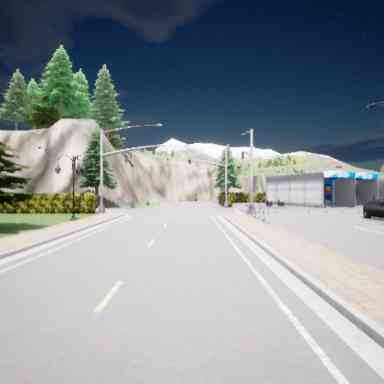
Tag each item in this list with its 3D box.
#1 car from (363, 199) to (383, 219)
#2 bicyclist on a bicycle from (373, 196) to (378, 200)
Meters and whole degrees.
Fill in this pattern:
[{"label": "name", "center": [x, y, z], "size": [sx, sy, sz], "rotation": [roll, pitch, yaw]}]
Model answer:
[{"label": "car", "center": [14.203, 1.308, 24.074], "size": [2.007, 1.523, 4.514], "rotation": [0, 0, 0]}, {"label": "bicyclist on a bicycle", "center": [18.298, 1.275, 33.138], "size": [0.582, 1.620, 1.656], "rotation": [0, 0, 1]}]
